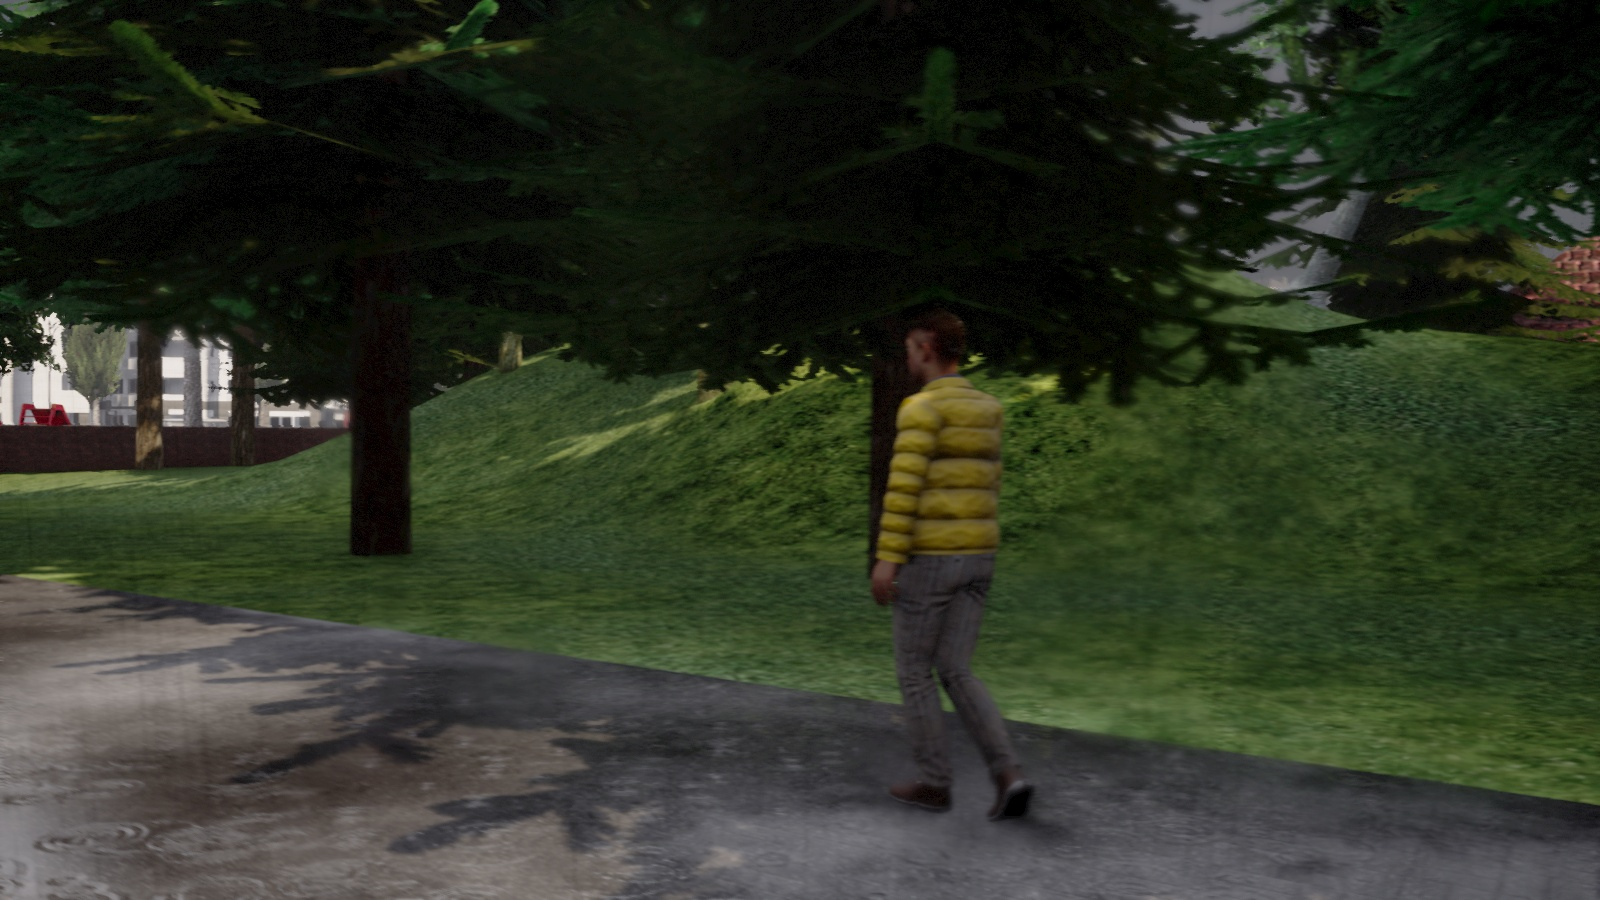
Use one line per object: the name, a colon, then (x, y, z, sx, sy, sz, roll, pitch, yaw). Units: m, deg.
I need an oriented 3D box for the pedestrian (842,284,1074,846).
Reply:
pedestrian: (0.557, 0.374, 4.519, 0.431, 1.840, 0.709, -1, 1, -41)

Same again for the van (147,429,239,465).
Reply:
van: (-34.991, -0.188, 72.478, 1.775, 1.987, 4.442, 0, 1, 34)
